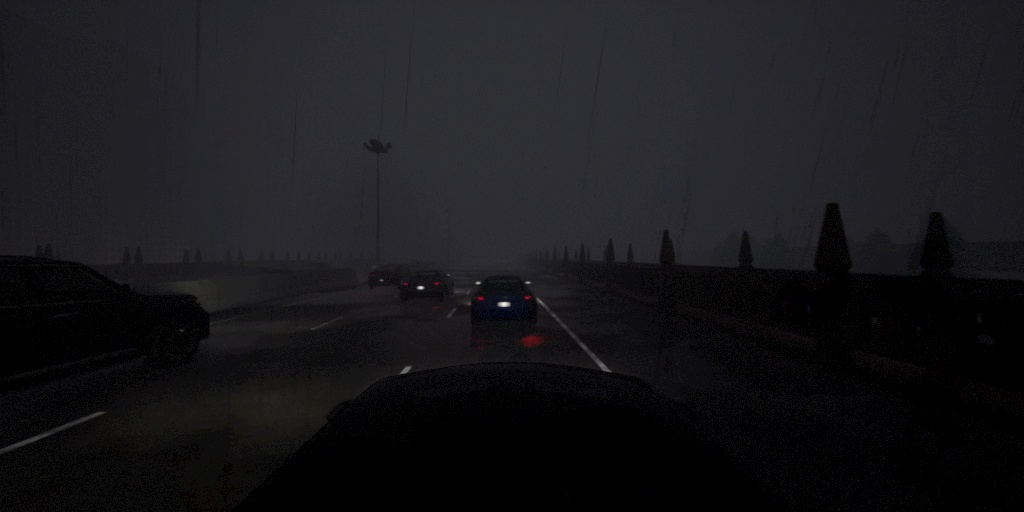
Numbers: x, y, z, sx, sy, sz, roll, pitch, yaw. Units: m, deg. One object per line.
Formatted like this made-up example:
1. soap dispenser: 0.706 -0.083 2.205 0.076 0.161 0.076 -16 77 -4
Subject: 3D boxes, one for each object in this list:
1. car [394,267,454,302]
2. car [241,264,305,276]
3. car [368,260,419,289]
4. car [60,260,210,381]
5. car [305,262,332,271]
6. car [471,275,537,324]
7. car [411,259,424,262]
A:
1. car: -3.987 1.330 17.361 1.994 1.385 4.181 0 0 -2
2. car: -14.862 1.374 21.714 1.994 1.385 4.181 0 0 -2
3. car: -7.733 1.259 23.440 1.882 1.535 5.008 0 0 -2
4. car: -7.038 1.000 4.719 2.150 2.045 5.566 0 0 -1
5. car: -18.877 1.331 34.105 1.837 1.490 4.892 0 0 -2
6. car: -0.284 1.315 11.977 1.994 1.385 4.181 0 0 -2
7. car: -16.500 1.321 62.749 1.837 1.490 4.892 0 0 -2
